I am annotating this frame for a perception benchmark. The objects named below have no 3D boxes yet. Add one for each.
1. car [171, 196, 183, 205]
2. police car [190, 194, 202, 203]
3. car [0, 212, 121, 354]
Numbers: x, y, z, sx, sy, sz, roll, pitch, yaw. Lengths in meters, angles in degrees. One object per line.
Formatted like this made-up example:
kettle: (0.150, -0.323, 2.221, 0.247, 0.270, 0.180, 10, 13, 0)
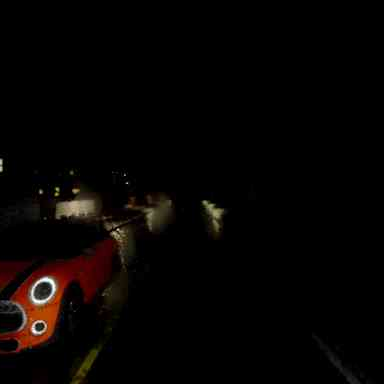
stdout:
car: (-2.665, 1.521, 60.079, 1.882, 1.535, 5.008, 0, 0, 1)
police car: (1.111, 1.470, 72.160, 1.930, 1.638, 5.238, 0, 0, 0)
car: (-2.837, 1.360, 6.466, 2.097, 1.767, 4.553, 0, 0, 0)
